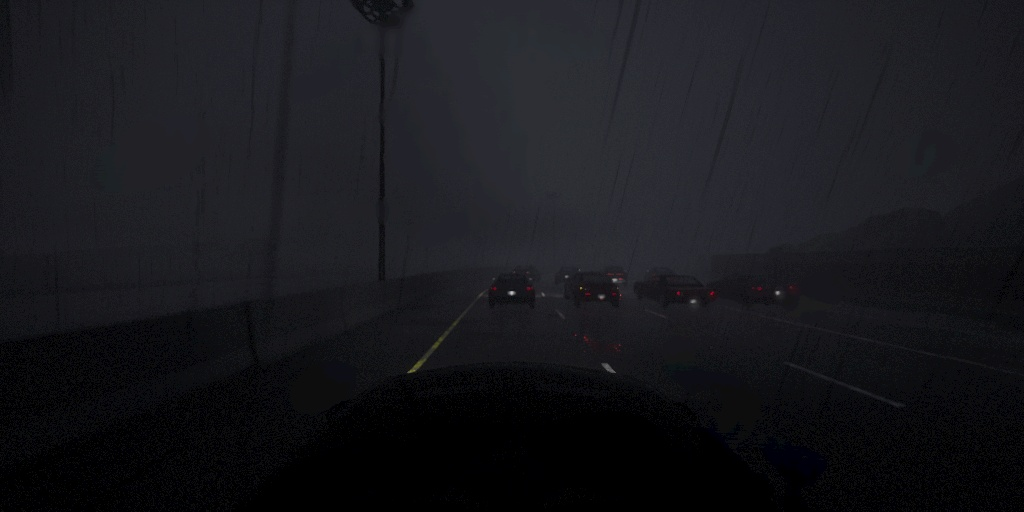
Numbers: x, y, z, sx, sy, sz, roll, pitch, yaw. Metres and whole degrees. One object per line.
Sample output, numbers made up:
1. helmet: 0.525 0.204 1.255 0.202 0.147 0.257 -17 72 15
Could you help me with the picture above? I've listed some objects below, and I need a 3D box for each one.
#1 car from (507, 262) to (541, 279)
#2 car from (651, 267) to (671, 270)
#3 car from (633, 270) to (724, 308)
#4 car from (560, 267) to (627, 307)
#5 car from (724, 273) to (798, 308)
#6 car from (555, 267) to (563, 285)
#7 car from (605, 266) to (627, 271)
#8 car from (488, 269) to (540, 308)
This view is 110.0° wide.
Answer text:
1. car: 1.204 1.505 29.932 2.128 1.511 4.902 0 0 13
2. car: 11.461 1.556 27.685 1.994 1.385 4.181 0 0 13
3. car: 6.999 1.483 15.962 1.895 1.301 4.718 0 0 0
4. car: 3.511 1.411 16.244 1.812 1.442 4.674 0 0 1
5. car: 10.506 1.448 16.128 1.994 1.385 4.181 0 0 1
6. car: 4.627 1.570 29.184 1.994 1.385 4.181 0 -1 13
7. car: 8.045 1.506 28.444 1.837 1.490 4.892 0 0 13
8. car: 0.009 1.449 16.141 1.994 1.385 4.181 0 0 1
